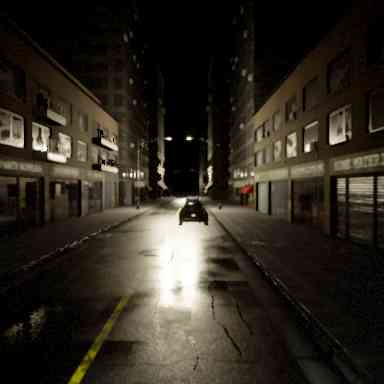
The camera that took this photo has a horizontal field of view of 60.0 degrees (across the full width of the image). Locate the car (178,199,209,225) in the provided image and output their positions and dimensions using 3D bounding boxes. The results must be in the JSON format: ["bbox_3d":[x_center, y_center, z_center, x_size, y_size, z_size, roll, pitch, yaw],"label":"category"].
[{"bbox_3d":[0.095,1.429,22.947,1.994,1.385,4.181,0,0,0],"label":"car"}]

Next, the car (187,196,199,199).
[{"bbox_3d":[0.091,1.251,42.132,2.128,1.511,4.902,0,0,0],"label":"car"}]
